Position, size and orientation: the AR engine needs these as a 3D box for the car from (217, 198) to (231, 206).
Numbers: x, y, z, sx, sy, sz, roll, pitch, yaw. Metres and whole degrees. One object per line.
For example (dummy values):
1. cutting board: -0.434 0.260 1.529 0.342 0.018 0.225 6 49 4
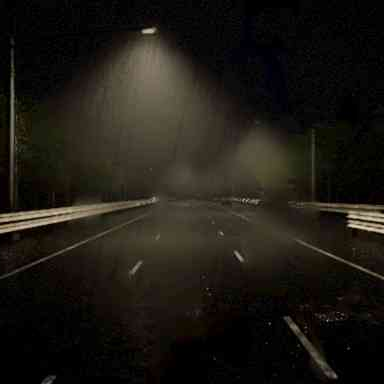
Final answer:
1. car: 6.992 2.062 68.681 2.033 1.411 5.357 0 0 0

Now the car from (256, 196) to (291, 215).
1. car: 9.360 1.516 38.533 2.150 2.045 5.566 0 0 -12
